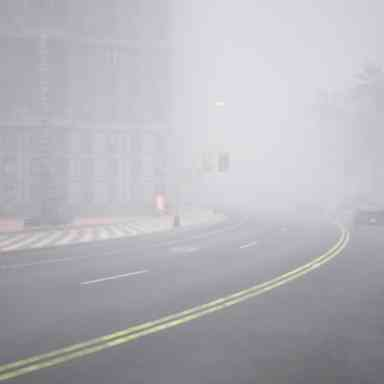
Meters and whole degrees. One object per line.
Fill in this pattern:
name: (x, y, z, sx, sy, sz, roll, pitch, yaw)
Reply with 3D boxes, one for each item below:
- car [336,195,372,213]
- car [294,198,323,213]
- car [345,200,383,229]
car: (17.842, 1.379, 36.617, 2.150, 2.045, 5.566, 0, -1, 2)
car: (14.164, 1.565, 40.643, 2.097, 1.767, 4.553, 0, 0, -3)
car: (11.779, 1.571, 22.470, 1.882, 1.535, 5.008, 0, 0, 20)
